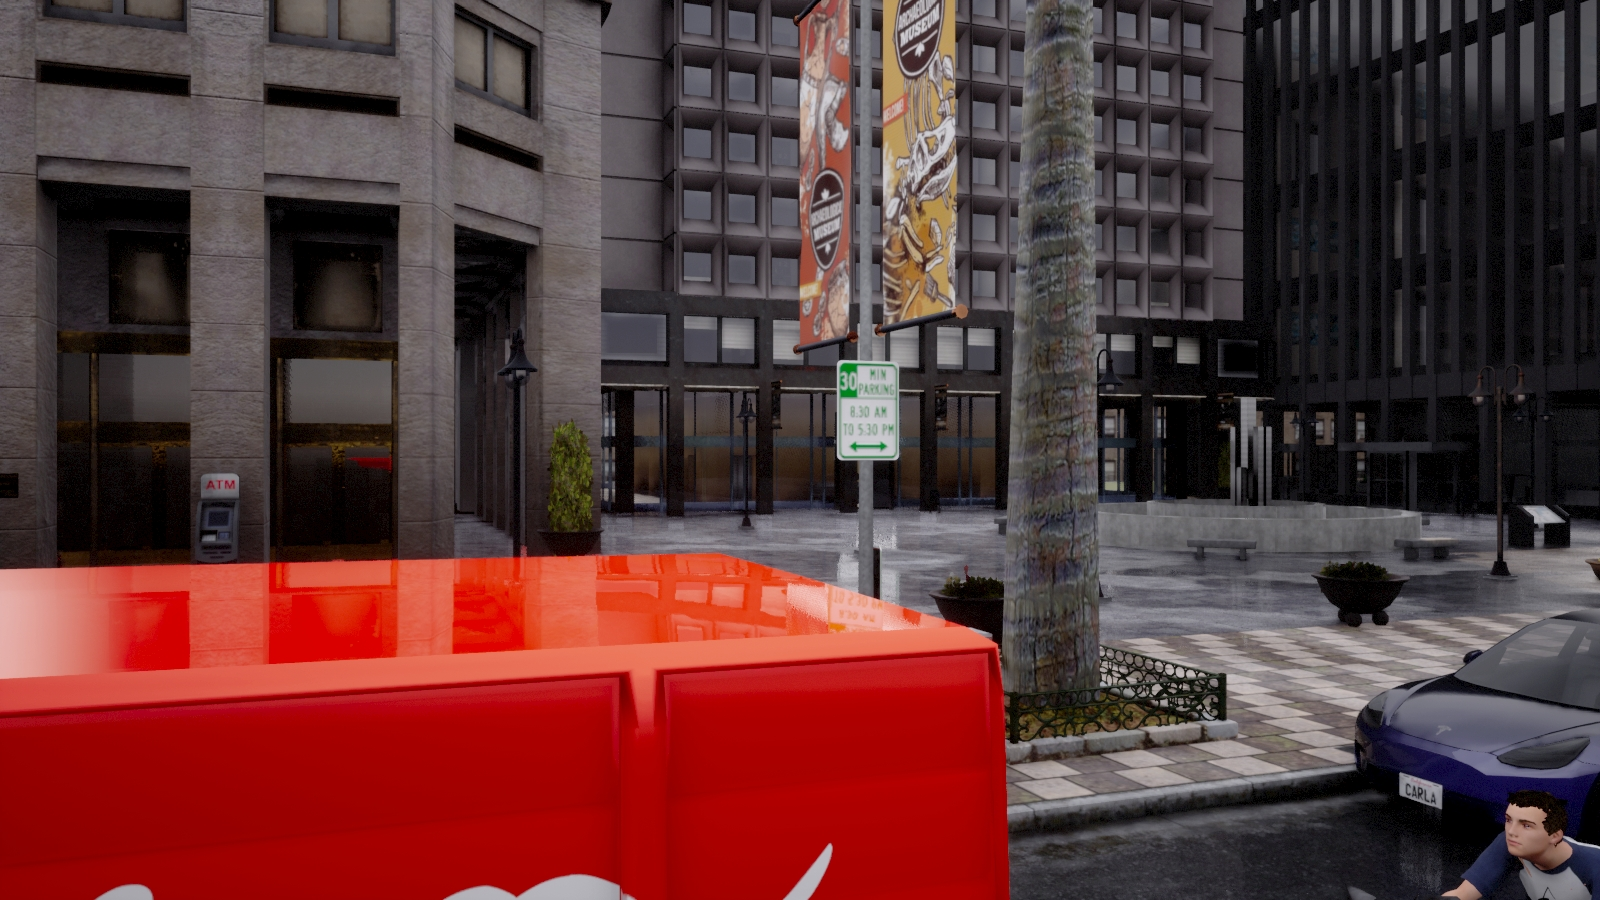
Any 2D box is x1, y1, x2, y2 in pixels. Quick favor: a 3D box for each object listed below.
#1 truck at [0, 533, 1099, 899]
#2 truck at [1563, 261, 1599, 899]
[{"bbox_3d":[-2.337,1.568,2.464,5.204,2.467,2.627,0,0,-20],"label":"truck"},{"bbox_3d":[8.736,0.895,6.469,8.468,3.827,2.891,0,0,-20],"label":"truck"}]
